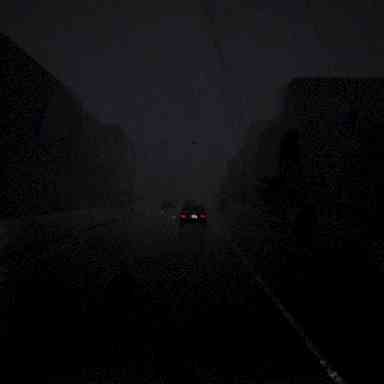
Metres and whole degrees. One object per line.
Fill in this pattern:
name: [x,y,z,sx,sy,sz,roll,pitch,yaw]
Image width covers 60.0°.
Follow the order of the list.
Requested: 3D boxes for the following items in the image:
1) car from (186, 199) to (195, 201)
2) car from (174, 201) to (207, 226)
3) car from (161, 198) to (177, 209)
car: [-0.208,1.616,43.012,1.994,1.385,4.181,0,0,-1]
car: [0.044,1.574,23.451,2.033,1.411,5.357,0,0,-1]
car: [-3.098,1.532,45.457,1.882,1.535,5.008,0,0,0]
